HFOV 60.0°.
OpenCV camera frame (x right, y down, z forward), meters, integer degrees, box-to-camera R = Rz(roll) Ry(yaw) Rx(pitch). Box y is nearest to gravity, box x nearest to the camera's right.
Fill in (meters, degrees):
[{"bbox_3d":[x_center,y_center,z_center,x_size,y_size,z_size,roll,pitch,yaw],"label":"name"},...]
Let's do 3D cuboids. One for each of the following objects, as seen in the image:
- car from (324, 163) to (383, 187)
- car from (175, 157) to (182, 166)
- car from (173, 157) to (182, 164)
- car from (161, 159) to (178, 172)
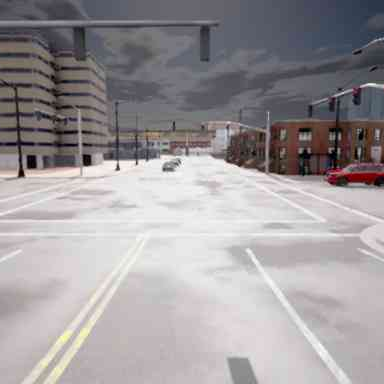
[{"bbox_3d":[14.854,-1.544,29.870,5.566,2.045,2.150,0,7,0],"label":"car"},{"bbox_3d":[-3.534,-5.751,66.404,2.033,1.411,5.357,0,7,0],"label":"car"},{"bbox_3d":[-3.540,-7.747,81.830,1.882,1.535,5.008,0,7,0],"label":"car"},{"bbox_3d":[-3.597,-3.886,51.046,1.837,1.490,4.892,0,7,0],"label":"car"}]
